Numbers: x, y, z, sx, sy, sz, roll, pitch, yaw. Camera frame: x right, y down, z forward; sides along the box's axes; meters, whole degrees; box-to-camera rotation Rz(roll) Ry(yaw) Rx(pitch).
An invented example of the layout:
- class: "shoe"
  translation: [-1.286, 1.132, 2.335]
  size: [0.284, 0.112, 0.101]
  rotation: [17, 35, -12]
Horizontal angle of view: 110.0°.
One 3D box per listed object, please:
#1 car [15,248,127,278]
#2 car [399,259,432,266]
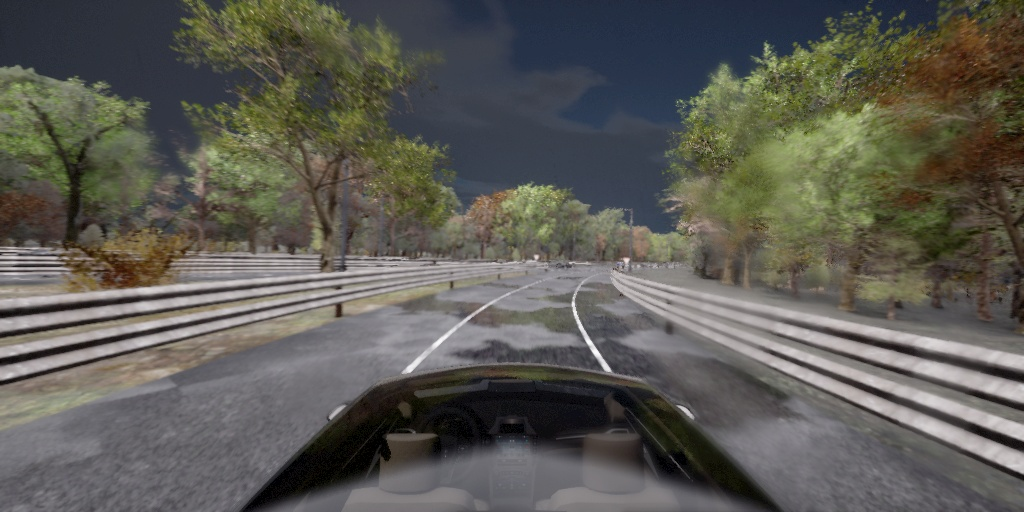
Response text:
- class: "car"
  translation: [-25.375, 0.467, 21.177]
  size: [1.812, 1.442, 4.674]
  rotation: [2, 0, 37]
- class: "car"
  translation: [-12.002, 1.036, 44.952]
  size: [1.994, 1.385, 4.181]
  rotation: [2, 0, 37]
